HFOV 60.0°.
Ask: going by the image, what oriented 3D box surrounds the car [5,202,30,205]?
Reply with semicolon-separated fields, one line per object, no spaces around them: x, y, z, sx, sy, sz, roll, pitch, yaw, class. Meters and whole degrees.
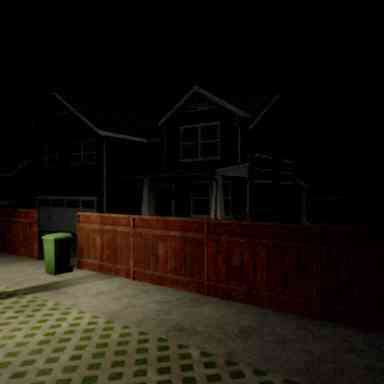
-19.052;1.806;35.807;2.128;1.511;4.902;0;-1;15;car
